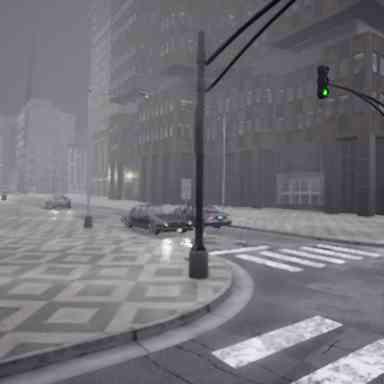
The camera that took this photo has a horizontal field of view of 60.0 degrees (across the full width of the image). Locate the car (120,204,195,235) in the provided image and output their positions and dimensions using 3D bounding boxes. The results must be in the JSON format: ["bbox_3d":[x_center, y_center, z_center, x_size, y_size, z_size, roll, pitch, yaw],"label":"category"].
[{"bbox_3d":[-2.096,1.392,17.980,2.033,1.411,5.357,1,0,-35],"label":"car"}]

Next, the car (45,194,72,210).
[{"bbox_3d":[-14.132,1.047,35.114,1.837,1.490,4.892,1,0,-35],"label":"car"}]

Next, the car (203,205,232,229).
[{"bbox_3d":[0.113,1.432,20.231,2.033,1.411,5.357,1,0,-35],"label":"car"}]
